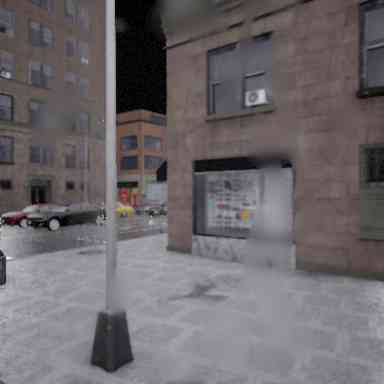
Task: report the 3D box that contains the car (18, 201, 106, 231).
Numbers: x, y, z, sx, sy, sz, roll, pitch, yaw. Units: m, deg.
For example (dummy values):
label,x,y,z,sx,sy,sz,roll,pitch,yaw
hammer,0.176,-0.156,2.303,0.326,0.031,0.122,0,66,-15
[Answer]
label,x,y,z,sx,sy,sz,roll,pitch,yaw
car,-7.409,1.368,20.143,1.882,1.535,5.008,0,0,35

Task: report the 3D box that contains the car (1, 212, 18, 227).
label,x,y,z,sx,sy,sz,roll,pitch,yaw
car,-9.808,1.451,21.507,1.887,1.381,4.507,0,1,36

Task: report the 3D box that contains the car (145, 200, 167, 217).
label,x,y,z,sx,sy,sz,roll,pitch,yaw
car,-1.518,1.320,28.240,1.812,1.442,4.674,0,0,36

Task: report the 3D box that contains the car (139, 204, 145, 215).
label,x,y,z,sx,sy,sz,roll,pitch,yaw
car,-3.353,1.383,30.397,1.802,1.307,4.206,0,1,36

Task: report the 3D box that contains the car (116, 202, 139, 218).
label,x,y,z,sx,sy,sz,roll,pitch,yaw
car,-6.681,1.381,25.813,1.752,1.417,4.829,0,1,36
